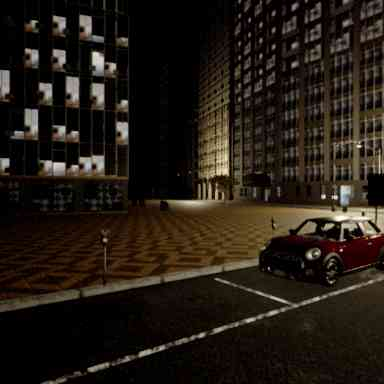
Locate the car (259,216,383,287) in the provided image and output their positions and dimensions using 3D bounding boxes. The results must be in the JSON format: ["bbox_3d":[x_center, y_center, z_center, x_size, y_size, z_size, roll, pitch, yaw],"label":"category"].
[{"bbox_3d":[3.741,1.433,9.234,4.097,1.590,1.967,0,0,-36],"label":"car"}]
